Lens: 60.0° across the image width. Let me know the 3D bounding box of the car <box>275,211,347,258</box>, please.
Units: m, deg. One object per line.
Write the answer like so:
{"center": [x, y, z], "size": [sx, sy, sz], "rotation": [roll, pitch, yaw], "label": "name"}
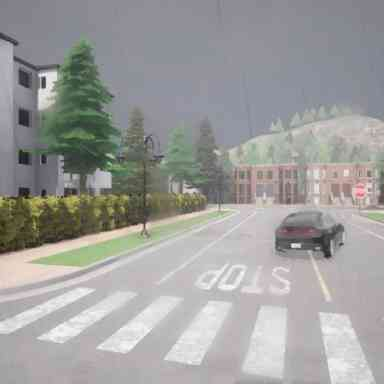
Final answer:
{"center": [4.703, 1.511, 12.929], "size": [1.837, 1.490, 4.892], "rotation": [-5, -3, 32], "label": "car"}
